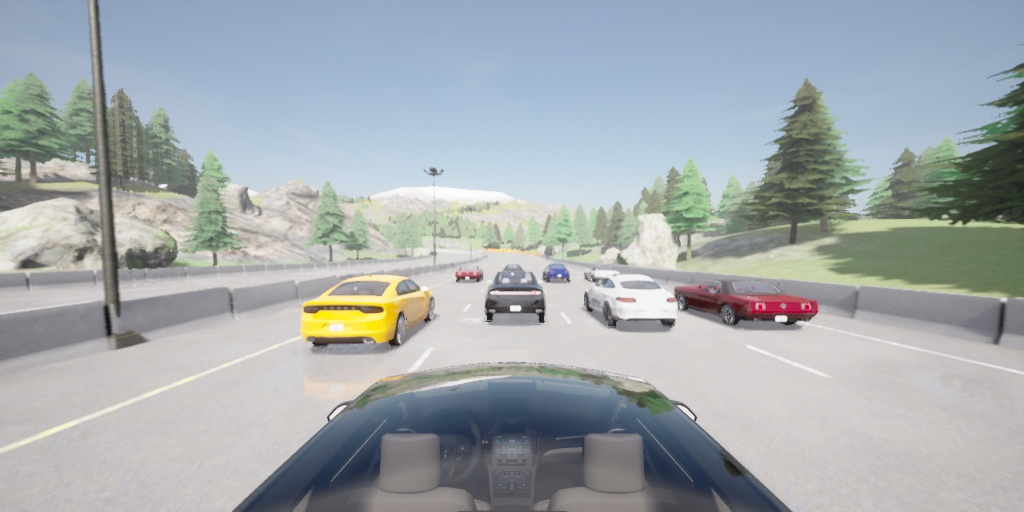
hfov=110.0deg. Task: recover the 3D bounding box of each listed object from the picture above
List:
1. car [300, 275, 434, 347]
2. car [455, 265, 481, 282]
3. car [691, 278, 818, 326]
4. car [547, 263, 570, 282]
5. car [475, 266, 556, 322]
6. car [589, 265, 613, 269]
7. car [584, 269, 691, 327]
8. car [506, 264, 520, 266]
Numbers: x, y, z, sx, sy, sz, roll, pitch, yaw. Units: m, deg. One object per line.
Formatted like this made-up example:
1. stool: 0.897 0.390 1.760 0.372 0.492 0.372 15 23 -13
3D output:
1. car: -3.399 1.242 9.424 1.882 1.535 5.008 0 0 0
2. car: -3.396 1.403 29.508 1.895 1.301 4.718 0 0 0
3. car: 7.101 1.370 11.676 1.895 1.301 4.718 0 0 0
4. car: 3.604 1.328 29.499 1.812 1.442 4.674 0 0 0
5. car: 0.101 1.262 12.439 2.128 1.511 4.902 0 0 0
6. car: 7.104 1.402 28.991 1.895 1.301 4.718 0 0 0
7. car: 3.602 1.294 11.469 1.812 1.442 4.674 0 0 0
8. car: 0.104 1.367 30.194 1.994 1.385 4.181 0 0 0
